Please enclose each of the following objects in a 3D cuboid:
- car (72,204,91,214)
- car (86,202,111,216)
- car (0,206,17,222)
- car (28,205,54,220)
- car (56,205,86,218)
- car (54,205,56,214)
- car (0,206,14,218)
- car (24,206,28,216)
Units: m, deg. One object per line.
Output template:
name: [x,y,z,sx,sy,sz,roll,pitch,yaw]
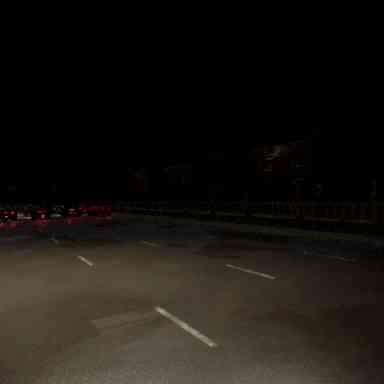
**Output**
car: [-17.341,2.647,52.178,1.895,1.301,4.718,-2,-1,-31]
car: [-12.236,2.154,43.602,2.097,1.767,4.553,-2,-1,-30]
car: [-21.126,2.524,38.011,2.128,1.511,4.902,-2,-1,-30]
car: [-18.036,2.455,39.658,1.837,1.490,4.892,-2,-1,-30]
car: [-15.242,2.373,41.815,2.128,1.511,4.902,-2,-1,-30]
car: [-20.341,2.688,50.375,1.994,1.385,4.181,-2,-1,-31]
car: [-26.371,2.775,46.821,2.128,1.511,4.902,-2,-1,-31]
car: [-23.358,2.681,48.599,1.882,1.535,5.008,-2,-1,-31]
